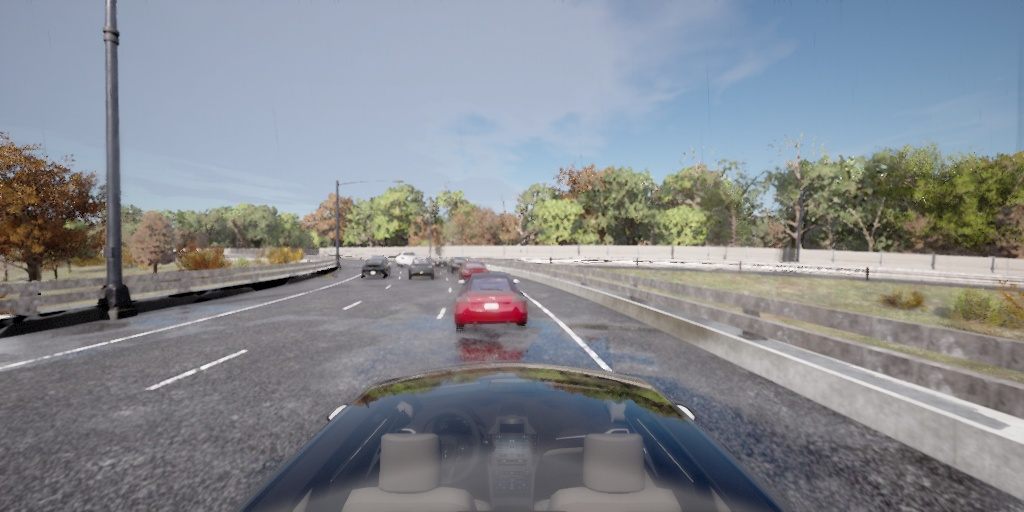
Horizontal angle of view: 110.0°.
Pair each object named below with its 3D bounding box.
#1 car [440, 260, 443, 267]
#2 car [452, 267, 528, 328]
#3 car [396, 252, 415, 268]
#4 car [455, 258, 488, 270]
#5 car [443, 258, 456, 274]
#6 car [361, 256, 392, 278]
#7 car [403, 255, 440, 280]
[{"bbox_3d":[-9.280,0.846,45.302,1.895,1.301,4.718,0,1,-23],"label":"car"},{"bbox_3d":[-0.690,1.206,10.983,1.994,1.385,4.181,0,1,-5],"label":"car"},{"bbox_3d":[-13.986,0.442,47.400,2.150,2.045,5.566,0,0,-25],"label":"car"},{"bbox_3d":[-2.530,1.024,23.376,1.812,1.442,4.674,0,1,-11],"label":"car"},{"bbox_3d":[-5.047,0.905,33.667,1.812,1.442,4.674,0,1,-16],"label":"car"},{"bbox_3d":[-10.930,0.943,28.984,1.837,1.490,4.892,0,1,-14],"label":"car"},{"bbox_3d":[-6.993,0.942,27.760,2.128,1.511,4.902,0,1,-14],"label":"car"}]
